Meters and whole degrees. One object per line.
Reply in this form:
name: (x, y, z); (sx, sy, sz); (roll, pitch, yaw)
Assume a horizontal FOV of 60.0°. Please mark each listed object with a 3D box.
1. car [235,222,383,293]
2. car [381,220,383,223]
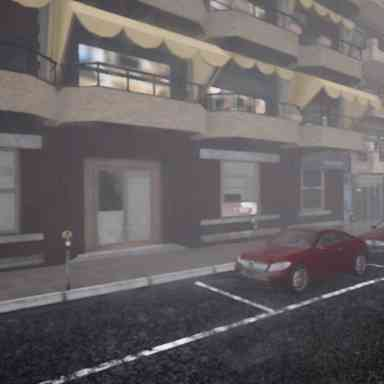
car: (3.027, 1.577, 8.734); (4.206, 1.307, 1.802); (0, -1, -36)
car: (7.587, 1.574, 11.989); (4.206, 1.307, 1.802); (0, -1, -36)
